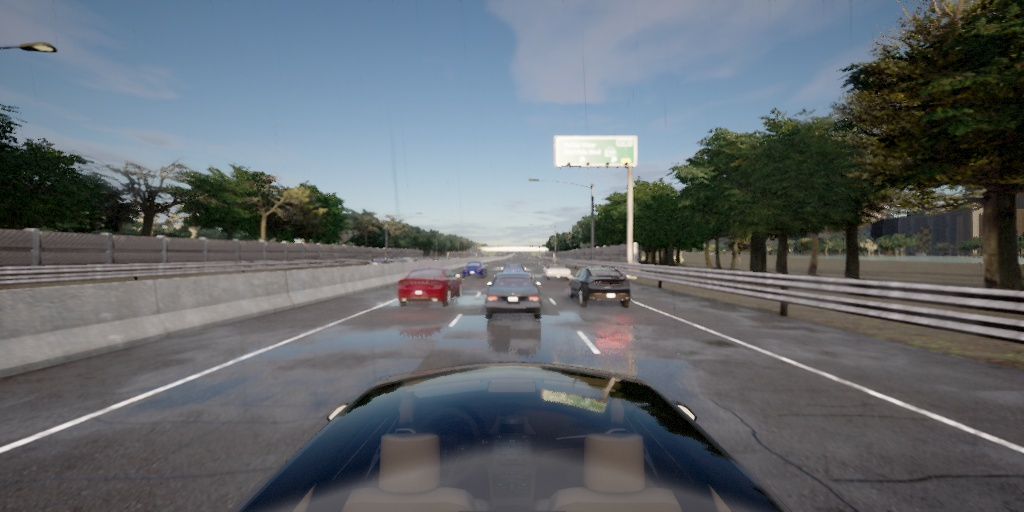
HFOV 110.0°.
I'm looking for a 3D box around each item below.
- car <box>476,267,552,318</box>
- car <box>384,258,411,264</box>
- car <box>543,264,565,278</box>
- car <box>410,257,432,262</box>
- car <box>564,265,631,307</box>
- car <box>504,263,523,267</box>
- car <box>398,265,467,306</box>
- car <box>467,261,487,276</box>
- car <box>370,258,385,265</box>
[{"bbox_3d":[0.064,1.284,12.861,2.033,1.411,5.357,0,0,1],"label":"car"},{"bbox_3d":[-17.263,1.128,54.583,1.837,1.490,4.892,0,0,1],"label":"car"},{"bbox_3d":[3.659,1.293,30.072,1.895,1.301,4.718,0,0,1],"label":"car"},{"bbox_3d":[-13.749,1.184,55.486,1.994,1.385,4.181,0,0,1],"label":"car"},{"bbox_3d":[3.592,1.231,15.329,1.837,1.490,4.892,0,-1,1],"label":"car"},{"bbox_3d":[0.125,1.246,27.826,2.033,1.411,5.357,0,0,1],"label":"car"},{"bbox_3d":[-3.407,1.208,15.672,1.882,1.535,5.008,0,0,1],"label":"car"},{"bbox_3d":[-3.312,1.211,32.500,1.812,1.442,4.674,0,0,1],"label":"car"},{"bbox_3d":[-20.725,1.109,56.431,2.128,1.511,4.902,0,0,1],"label":"car"}]
